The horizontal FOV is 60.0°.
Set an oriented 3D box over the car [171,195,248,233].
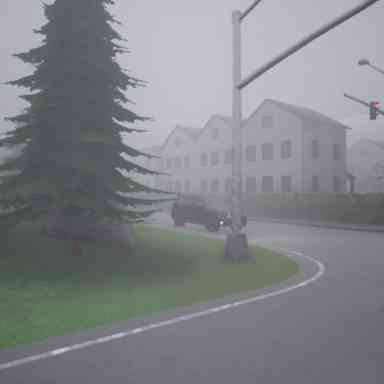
[{"bbox_3d":[0.860,1.196,20.154,2.150,2.045,5.566,0,0,-35],"label":"car"}]
